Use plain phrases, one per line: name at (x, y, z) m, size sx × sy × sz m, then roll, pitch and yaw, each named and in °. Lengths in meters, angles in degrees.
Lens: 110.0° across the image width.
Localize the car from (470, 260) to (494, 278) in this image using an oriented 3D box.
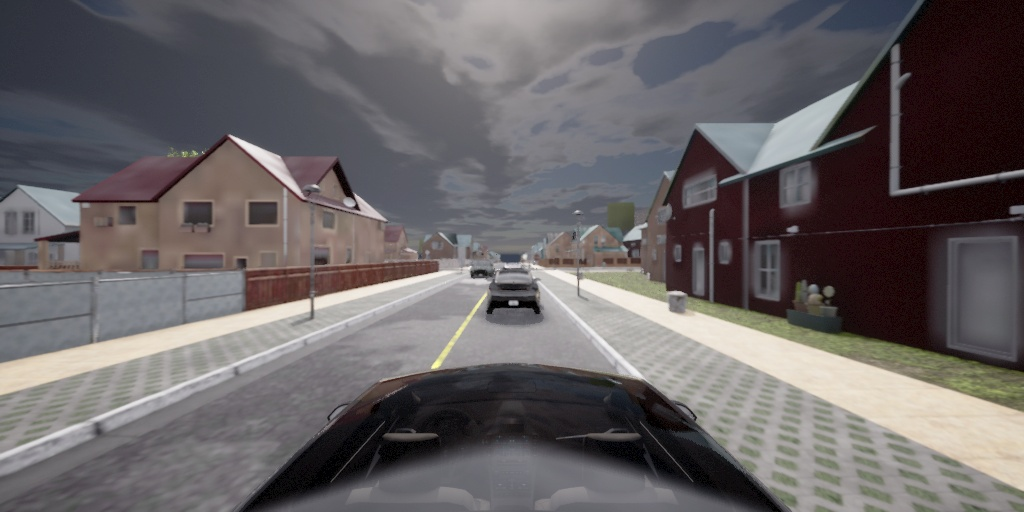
car at (-2.830, 1.157, 34.823) m, size 2.097 × 1.767 × 4.553 m, roll 0°, pitch 0°, yaw 0°

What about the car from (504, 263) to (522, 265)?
car at (0.055, 1.272, 28.000) m, size 2.128 × 1.511 × 4.902 m, roll 0°, pitch 0°, yaw 0°

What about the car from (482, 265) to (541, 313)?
car at (0.065, 1.253, 13.879) m, size 1.837 × 1.490 × 4.892 m, roll 0°, pitch 0°, yaw 0°
